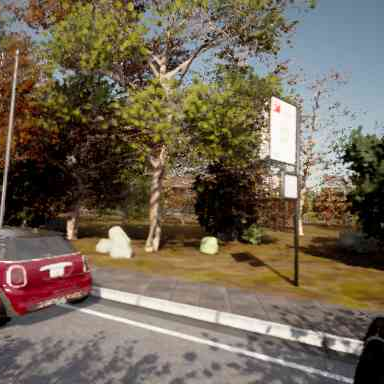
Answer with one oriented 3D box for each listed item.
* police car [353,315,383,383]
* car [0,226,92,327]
[{"bbox_3d":[4.092,1.635,2.391,5.238,1.638,1.930,0,-3,32],"label":"police car"},{"bbox_3d":[-4.489,1.586,7.560,4.553,1.767,2.097,0,-3,29],"label":"car"}]
